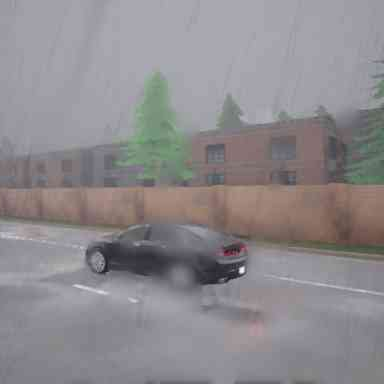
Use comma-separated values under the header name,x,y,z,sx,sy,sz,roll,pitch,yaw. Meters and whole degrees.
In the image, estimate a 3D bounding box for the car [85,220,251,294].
name,x,y,z,sx,sy,sz,roll,pitch,yaw
car,-0.841,1.510,8.904,4.892,1.490,1.837,0,0,35
